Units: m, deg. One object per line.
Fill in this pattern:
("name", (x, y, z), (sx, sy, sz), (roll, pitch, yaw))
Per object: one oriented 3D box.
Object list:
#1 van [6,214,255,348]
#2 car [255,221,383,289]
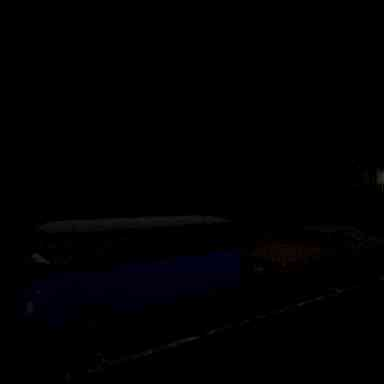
("van", (-0.936, 1.341, 5.987), (3.998, 1.788, 1.690), (0, 0, -36))
("car", (3.514, 1.524, 9.162), (4.829, 1.417, 1.752), (0, 0, -36))
